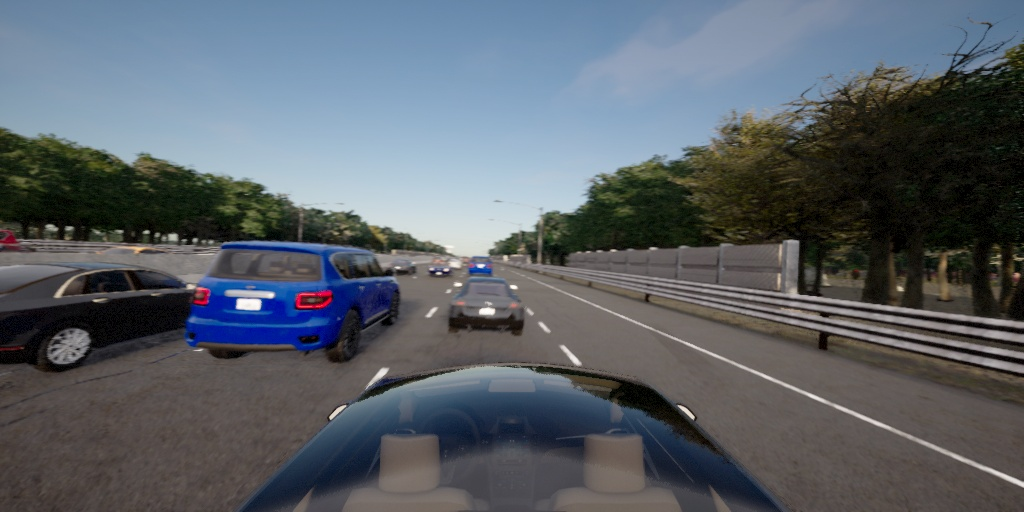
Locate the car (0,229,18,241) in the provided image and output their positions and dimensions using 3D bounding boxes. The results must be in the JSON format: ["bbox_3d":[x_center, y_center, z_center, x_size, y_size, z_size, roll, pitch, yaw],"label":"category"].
[{"bbox_3d":[-29.668,-0.574,18.600,2.150,2.045,5.566,3,-1,-5],"label":"car"}]

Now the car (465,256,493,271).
[{"bbox_3d":[-2.934,1.015,33.172,2.150,2.045,5.566,3,0,-5],"label":"car"}]

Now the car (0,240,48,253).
[{"bbox_3d":[-26.125,-0.004,17.904,1.895,1.301,4.718,3,0,-5],"label":"car"}]

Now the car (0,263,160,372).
[{"bbox_3d":[-7.405,0.872,6.484,1.837,1.490,4.892,3,0,-5],"label":"car"}]

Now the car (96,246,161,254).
[{"bbox_3d":[-19.116,0.263,18.020,1.882,1.535,5.008,3,-1,-5],"label":"car"}]

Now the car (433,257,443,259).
[{"bbox_3d":[-12.771,0.896,62.320,2.097,1.767,4.553,3,-1,-5],"label":"car"}]

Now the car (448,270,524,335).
[{"bbox_3d":[-0.794,1.322,10.722,1.994,1.385,4.181,3,0,-5],"label":"car"}]

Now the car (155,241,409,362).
[{"bbox_3d":[-4.001,0.783,7.764,2.150,2.045,5.566,3,0,-5],"label":"car"}]

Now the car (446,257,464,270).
[{"bbox_3d":[-8.155,1.197,50.760,1.812,1.442,4.674,3,-1,-5],"label":"car"}]

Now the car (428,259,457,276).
[{"bbox_3d":[-6.429,1.199,32.792,1.895,1.301,4.718,3,0,-5],"label":"car"}]

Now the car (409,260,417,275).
[{"bbox_3d":[-9.902,0.966,32.437,1.994,1.385,4.181,3,0,-5],"label":"car"}]
